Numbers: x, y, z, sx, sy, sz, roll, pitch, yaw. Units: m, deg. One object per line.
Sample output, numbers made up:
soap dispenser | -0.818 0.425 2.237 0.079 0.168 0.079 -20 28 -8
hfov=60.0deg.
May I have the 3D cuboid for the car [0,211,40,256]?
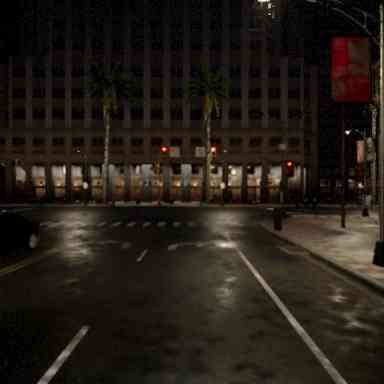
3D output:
car | -6.996 1.458 11.267 1.882 1.535 5.008 0 0 0
